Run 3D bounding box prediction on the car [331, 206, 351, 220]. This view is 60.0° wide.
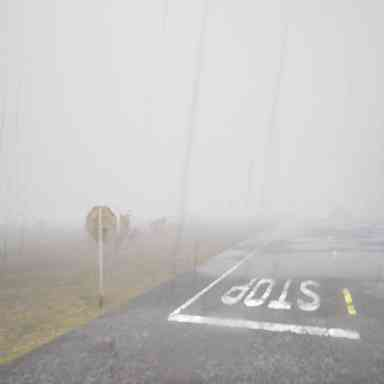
[{"bbox_3d":[19.018,2.605,42.658,2.097,1.767,4.553,-3,-3,21],"label":"car"}]

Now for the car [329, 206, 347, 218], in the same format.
[{"bbox_3d":[21.183,2.924,48.372,2.128,1.511,4.902,-3,-3,21],"label":"car"}]
